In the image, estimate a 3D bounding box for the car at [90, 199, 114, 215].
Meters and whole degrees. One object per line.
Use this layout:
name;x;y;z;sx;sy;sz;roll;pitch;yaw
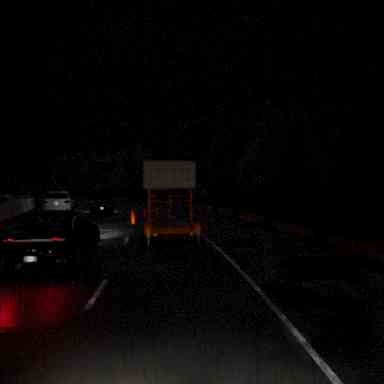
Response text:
car;-7.874;1.251;28.962;1.994;1.385;4.181;0;1;-16

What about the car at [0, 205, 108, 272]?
car;-4.176;1.381;10.474;2.128;1.511;4.902;0;1;-6

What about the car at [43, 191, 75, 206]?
car;-11.307;0.924;28.460;2.150;2.045;5.566;0;1;-16

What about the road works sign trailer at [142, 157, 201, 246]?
road works sign trailer;-0.965;0.299;14.528;2.380;3.560;2.880;0;1;-11

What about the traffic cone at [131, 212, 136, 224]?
traffic cone;-3.726;1.721;21.145;0.340;0.580;0.340;0;1;-11
